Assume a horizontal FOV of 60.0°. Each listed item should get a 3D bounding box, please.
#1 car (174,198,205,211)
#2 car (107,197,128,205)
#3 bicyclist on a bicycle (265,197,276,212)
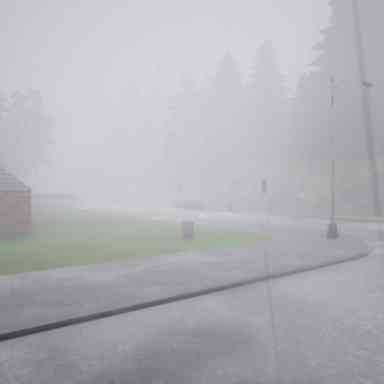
[{"bbox_3d":[-0.336,1.483,39.595,1.812,1.442,4.674,0,0,-35],"label":"car"},{"bbox_3d":[-12.844,1.505,57.058,2.033,1.411,5.357,0,0,-35],"label":"car"},{"bbox_3d":[8.199,1.299,34.844,1.656,1.620,0.582,0,0,-36],"label":"bicyclist on a bicycle"}]
